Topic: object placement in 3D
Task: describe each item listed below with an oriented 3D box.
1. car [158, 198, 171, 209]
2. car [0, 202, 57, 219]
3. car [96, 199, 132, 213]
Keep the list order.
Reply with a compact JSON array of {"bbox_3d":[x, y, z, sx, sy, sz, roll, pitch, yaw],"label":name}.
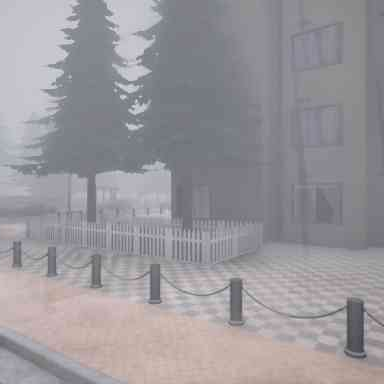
[{"bbox_3d":[-2.486,1.507,44.461,1.812,1.442,4.674,0,0,37],"label":"car"},{"bbox_3d":[-14.354,1.582,28.786,1.895,1.301,4.718,0,0,37],"label":"car"},{"bbox_3d":[-8.727,1.473,36.233,2.128,1.511,4.902,0,0,37],"label":"car"}]
